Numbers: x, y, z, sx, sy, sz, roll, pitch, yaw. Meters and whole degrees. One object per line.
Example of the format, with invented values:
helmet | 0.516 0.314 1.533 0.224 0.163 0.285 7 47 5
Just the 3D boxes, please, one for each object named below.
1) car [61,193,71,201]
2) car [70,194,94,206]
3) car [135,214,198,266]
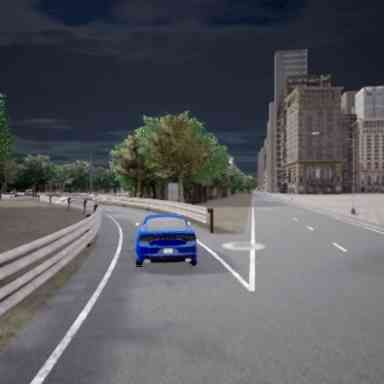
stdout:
car | -22.005 1.007 58.711 2.097 1.767 4.553 0 1 -28
car | -16.359 1.295 50.201 1.837 1.490 4.892 0 1 -35
car | -0.998 1.513 11.826 1.882 1.535 5.008 0 0 -8
